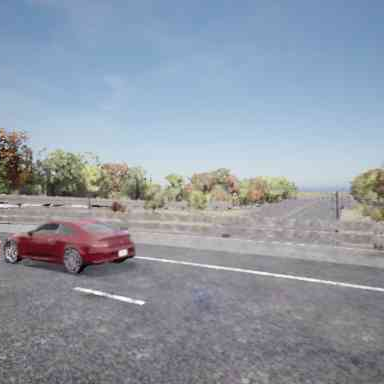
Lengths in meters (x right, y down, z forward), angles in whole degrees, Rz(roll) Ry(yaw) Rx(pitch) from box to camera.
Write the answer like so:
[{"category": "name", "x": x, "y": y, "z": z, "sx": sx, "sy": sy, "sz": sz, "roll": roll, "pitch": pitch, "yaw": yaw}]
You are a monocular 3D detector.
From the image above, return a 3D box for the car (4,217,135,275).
[{"category": "car", "x": -3.877, "y": 1.526, "z": 10.409, "sx": 4.674, "sy": 1.442, "sz": 1.812, "roll": 0, "pitch": 0, "yaw": 31}]
